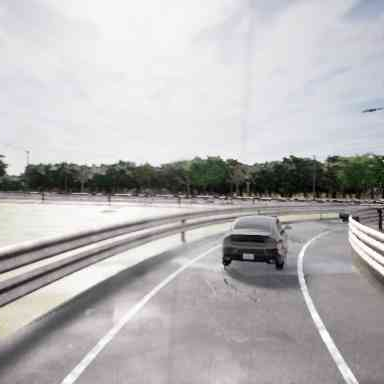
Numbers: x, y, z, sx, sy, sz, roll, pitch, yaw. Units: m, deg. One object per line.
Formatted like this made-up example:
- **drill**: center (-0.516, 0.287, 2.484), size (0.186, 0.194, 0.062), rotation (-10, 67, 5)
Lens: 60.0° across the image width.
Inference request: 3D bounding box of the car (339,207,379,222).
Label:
- **car**: center (15.122, 2.016, 29.630), size (4.718, 1.301, 1.895), rotation (1, 0, -39)

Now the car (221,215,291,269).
- **car**: center (2.306, 1.562, 11.518), size (1.837, 1.490, 4.892), rotation (0, -1, 18)
